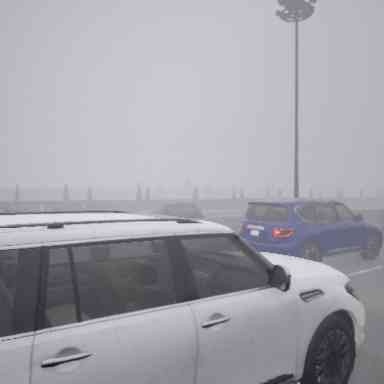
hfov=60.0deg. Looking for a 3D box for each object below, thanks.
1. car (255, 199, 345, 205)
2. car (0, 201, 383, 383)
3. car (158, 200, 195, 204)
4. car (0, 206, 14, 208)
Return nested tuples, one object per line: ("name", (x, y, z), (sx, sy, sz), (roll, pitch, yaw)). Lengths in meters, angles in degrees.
("car", (3.953, 1.246, 10.852), (5.566, 2.045, 2.150), (0, 0, -35))
("car", (-0.507, 1.225, 3.402), (5.566, 2.045, 2.150), (0, 0, -36))
("car", (-1.503, 1.379, 20.105), (4.553, 1.767, 2.097), (0, 0, -35))
("car", (-10.936, 1.494, 17.686), (4.902, 1.511, 2.128), (0, 0, -35))
